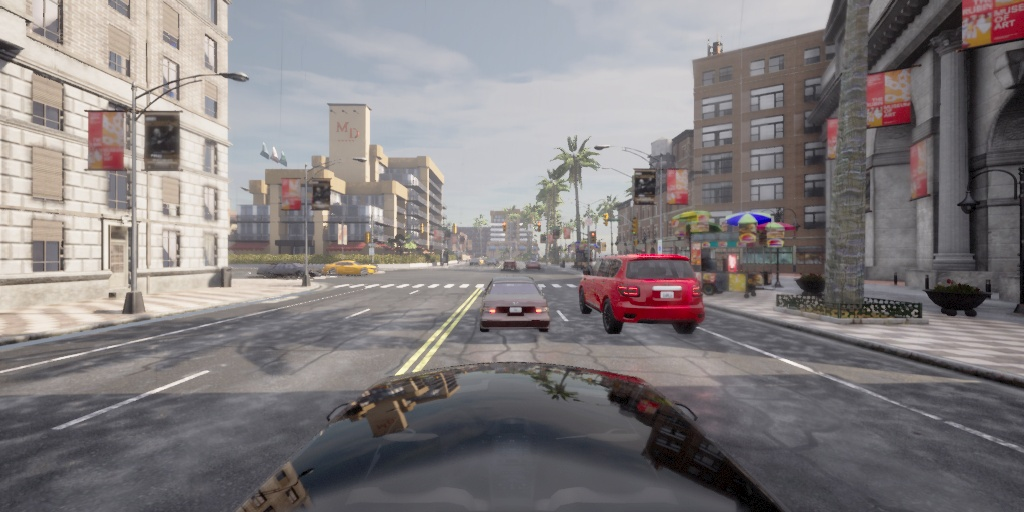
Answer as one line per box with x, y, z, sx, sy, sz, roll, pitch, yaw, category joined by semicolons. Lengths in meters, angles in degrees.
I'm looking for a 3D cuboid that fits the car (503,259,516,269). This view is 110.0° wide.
-0.350;1.227;55.630;1.882;1.535;5.008;0;0;0;car

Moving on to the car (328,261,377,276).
-16.504;1.227;36.714;5.008;1.535;1.882;0;0;-3;car

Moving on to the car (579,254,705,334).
3.501;0.971;10.779;2.150;2.045;5.566;0;0;0;car

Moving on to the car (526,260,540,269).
3.156;1.313;54.899;1.994;1.385;4.181;0;0;0;car

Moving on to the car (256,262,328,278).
-20.354;1.297;32.993;5.357;1.411;2.033;0;0;0;car

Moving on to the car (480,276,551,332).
0.015;1.297;10.834;2.033;1.411;5.357;0;0;-2;car
